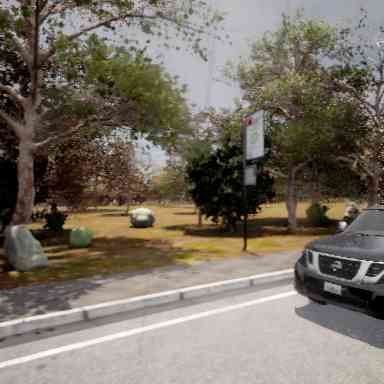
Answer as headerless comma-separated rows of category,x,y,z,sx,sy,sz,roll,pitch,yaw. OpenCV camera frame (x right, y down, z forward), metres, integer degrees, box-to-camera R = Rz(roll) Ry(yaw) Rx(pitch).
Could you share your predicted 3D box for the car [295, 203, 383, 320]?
car,4.628,1.240,6.905,5.566,2.045,2.150,1,0,-32
